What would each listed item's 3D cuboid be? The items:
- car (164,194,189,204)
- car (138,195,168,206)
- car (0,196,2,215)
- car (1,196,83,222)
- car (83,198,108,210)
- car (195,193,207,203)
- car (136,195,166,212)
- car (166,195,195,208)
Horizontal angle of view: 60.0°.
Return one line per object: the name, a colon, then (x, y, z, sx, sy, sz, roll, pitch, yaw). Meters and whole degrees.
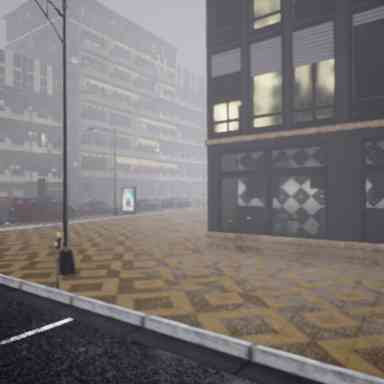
car: (-2.455, 1.105, 53.272, 1.802, 1.307, 4.206, 1, 2, 35)
car: (-5.635, 1.178, 48.729, 2.008, 1.369, 4.403, 1, 2, 35)
car: (-18.357, 1.358, 30.550, 2.192, 1.841, 5.009, 1, 1, 35)
car: (-11.459, 1.284, 25.794, 2.192, 1.841, 5.009, 1, 1, 35)
car: (-11.996, 1.418, 39.643, 1.802, 1.307, 4.206, 1, 2, 35)
car: (2.114, 0.897, 55.179, 1.882, 1.535, 5.008, -1, 0, 35)
car: (-5.096, 1.328, 34.887, 1.947, 1.339, 4.313, 1, 1, 35)
car: (-1.915, 1.224, 39.432, 1.947, 1.339, 4.313, 1, 1, 35)
